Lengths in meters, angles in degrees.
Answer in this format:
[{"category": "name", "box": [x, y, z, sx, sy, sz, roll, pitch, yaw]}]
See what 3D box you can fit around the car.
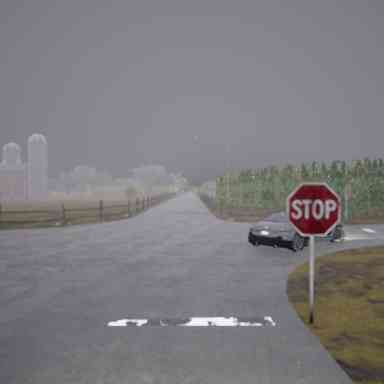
[{"category": "car", "box": [4.131, 1.354, 12.938, 4.181, 1.385, 1.994, -2, 1, -39]}]
